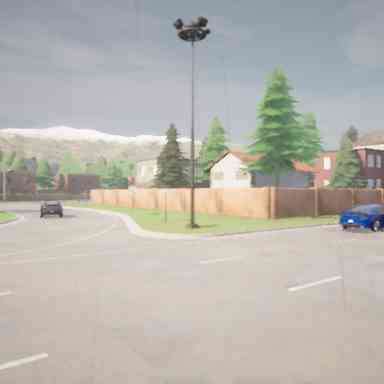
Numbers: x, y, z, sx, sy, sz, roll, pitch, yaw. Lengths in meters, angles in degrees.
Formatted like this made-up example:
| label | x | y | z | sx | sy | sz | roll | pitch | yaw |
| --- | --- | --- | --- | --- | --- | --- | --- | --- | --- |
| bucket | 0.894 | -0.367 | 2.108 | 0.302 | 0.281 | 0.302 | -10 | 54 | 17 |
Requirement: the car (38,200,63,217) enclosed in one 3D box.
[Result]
| label | x | y | z | sx | sy | sz | roll | pitch | yaw |
| --- | --- | --- | --- | --- | --- | --- | --- | --- | --- |
| car | -13.103 | 1.495 | 30.883 | 2.128 | 1.511 | 4.902 | 0 | 0 | -25 |

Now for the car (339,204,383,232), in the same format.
| label | x | y | z | sx | sy | sz | roll | pitch | yaw |
| --- | --- | --- | --- | --- | --- | --- | --- | --- | --- |
| car | 10.934 | 1.488 | 20.145 | 5.008 | 1.535 | 1.882 | 0 | 0 | -36 |
